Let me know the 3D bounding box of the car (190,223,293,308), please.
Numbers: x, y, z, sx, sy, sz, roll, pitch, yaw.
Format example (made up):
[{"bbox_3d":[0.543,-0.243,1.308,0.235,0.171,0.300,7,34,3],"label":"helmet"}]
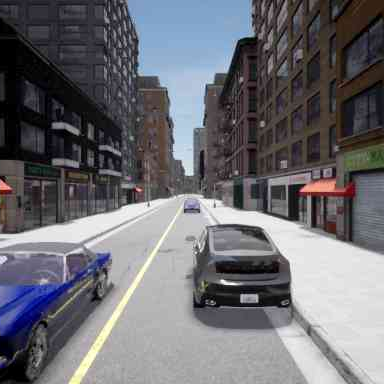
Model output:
[{"bbox_3d":[0.940,1.503,7.885,1.837,1.490,4.892,0,0,0],"label":"car"}]

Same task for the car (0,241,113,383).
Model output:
[{"bbox_3d":[-2.761,1.599,5.533,1.895,1.301,4.718,0,0,0],"label":"car"}]

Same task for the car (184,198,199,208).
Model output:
[{"bbox_3d":[-0.094,1.522,47.468,1.994,1.385,4.181,0,0,0],"label":"car"}]

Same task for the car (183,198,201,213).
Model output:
[{"bbox_3d":[0.002,1.519,37.041,2.033,1.411,5.357,0,0,0],"label":"car"}]
